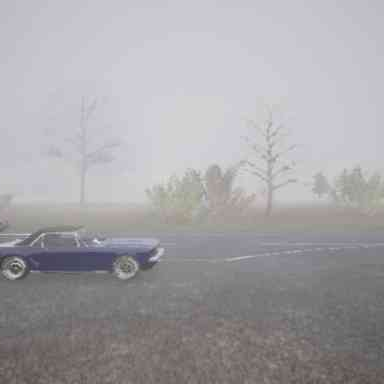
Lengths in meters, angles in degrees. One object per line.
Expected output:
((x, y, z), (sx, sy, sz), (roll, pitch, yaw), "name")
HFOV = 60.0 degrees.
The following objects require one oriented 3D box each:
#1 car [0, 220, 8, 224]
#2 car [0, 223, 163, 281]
((-11.919, 1.673, 16.523), (4.718, 1.301, 1.895), (0, 0, 0), "car")
((-3.189, 1.648, 9.422), (4.718, 1.301, 1.895), (0, 0, 1), "car")
